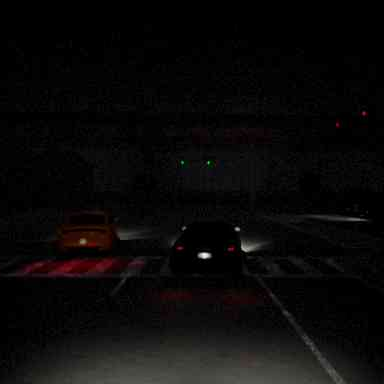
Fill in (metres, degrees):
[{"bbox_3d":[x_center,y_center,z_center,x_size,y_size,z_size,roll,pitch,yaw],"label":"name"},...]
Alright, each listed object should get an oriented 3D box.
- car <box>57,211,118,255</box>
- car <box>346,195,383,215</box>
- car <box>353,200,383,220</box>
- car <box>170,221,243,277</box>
[{"bbox_3d":[-4.122,1.510,13.629,1.882,1.535,5.008,0,0,-11],"label":"car"},{"bbox_3d":[17.847,1.298,31.999,5.566,2.045,2.150,0,0,0],"label":"car"},{"bbox_3d":[17.210,1.614,28.493,5.357,1.411,2.033,0,0,0],"label":"car"},{"bbox_3d":[0.573,1.590,10.459,1.994,1.385,4.181,0,0,7],"label":"car"}]
